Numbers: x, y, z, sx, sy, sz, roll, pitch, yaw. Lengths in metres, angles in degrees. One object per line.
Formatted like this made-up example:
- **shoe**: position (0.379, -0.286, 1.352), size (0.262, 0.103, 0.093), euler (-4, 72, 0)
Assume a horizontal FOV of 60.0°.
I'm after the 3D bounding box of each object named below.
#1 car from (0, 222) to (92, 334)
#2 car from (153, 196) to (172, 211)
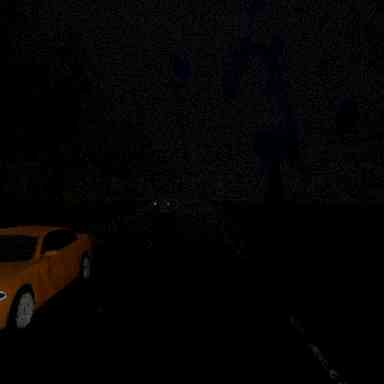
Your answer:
- **car**: position (-3.600, 1.475, 6.955), size (1.882, 1.535, 5.008), euler (0, 0, 0)
- **car**: position (-3.587, 1.327, 41.098), size (2.097, 1.767, 4.553), euler (0, 0, 0)
